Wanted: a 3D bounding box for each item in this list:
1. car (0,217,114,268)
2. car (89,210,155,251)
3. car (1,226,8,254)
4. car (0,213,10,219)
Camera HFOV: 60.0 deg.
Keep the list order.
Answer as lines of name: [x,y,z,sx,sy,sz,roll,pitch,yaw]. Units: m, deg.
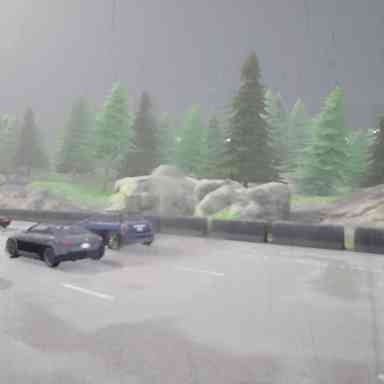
car: [-5.127,1.784,12.313,4.181,1.385,1.994,-1,-2,38]
car: [-3.951,1.649,15.838,4.553,1.767,2.097,-1,-1,38]
car: [-7.396,1.722,9.645,4.181,1.385,1.994,-1,-2,38]
car: [-15.371,2.032,24.628,4.718,1.301,1.895,-1,-1,38]
